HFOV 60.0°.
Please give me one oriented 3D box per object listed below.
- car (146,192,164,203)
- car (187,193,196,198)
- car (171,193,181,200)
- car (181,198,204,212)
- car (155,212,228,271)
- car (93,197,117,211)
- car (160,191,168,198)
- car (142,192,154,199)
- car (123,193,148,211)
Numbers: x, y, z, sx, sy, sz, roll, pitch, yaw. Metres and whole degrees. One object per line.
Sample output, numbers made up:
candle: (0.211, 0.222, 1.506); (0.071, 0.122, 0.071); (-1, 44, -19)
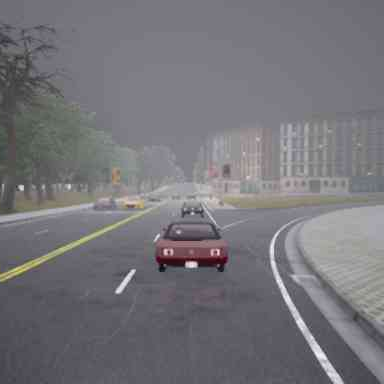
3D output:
car: (-6.630, 1.121, 58.699); (1.994, 1.385, 4.181); (0, 1, 0)
car: (-0.110, 0.902, 69.730); (1.812, 1.442, 4.674); (0, 1, 0)
car: (-3.360, 0.927, 69.377); (2.033, 1.411, 5.357); (0, 1, 0)
car: (0.052, 1.443, 29.594); (1.895, 1.301, 4.718); (0, 0, 0)
car: (-0.008, 1.555, 10.708); (1.895, 1.301, 4.718); (0, 0, 0)
car: (-9.900, 1.322, 38.139); (1.812, 1.442, 4.674); (0, 0, 0)
car: (-6.621, 0.508, 75.750); (2.097, 1.767, 4.553); (0, 1, 0)
car: (-9.870, 0.690, 75.636); (2.128, 1.511, 4.902); (0, 1, 0)
car: (-6.651, 1.268, 38.418); (1.882, 1.535, 5.008); (0, 0, 0)
